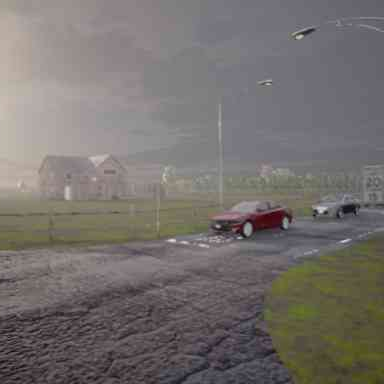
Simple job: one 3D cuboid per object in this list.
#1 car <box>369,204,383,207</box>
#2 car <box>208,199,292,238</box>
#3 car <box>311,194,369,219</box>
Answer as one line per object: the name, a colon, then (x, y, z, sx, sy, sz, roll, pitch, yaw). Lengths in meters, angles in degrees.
car: (16.906, 0.722, 29.520, 4.181, 1.385, 1.994, -2, 1, -44)
car: (2.860, 1.117, 15.769, 5.008, 1.535, 1.882, -2, 1, -44)
car: (9.827, 0.892, 22.596, 4.902, 1.511, 2.128, -2, 1, -44)
